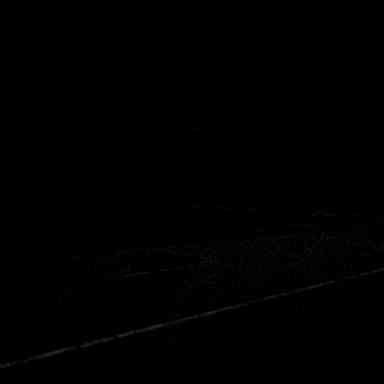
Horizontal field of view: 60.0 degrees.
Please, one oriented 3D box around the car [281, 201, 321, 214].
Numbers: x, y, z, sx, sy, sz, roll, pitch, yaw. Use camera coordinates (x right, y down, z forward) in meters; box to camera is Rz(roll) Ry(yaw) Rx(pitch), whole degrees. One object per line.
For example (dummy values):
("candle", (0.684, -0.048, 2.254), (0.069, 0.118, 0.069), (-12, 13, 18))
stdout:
("car", (12.535, 1.797, 38.556), (1.812, 1.442, 4.674), (0, 1, -38))
